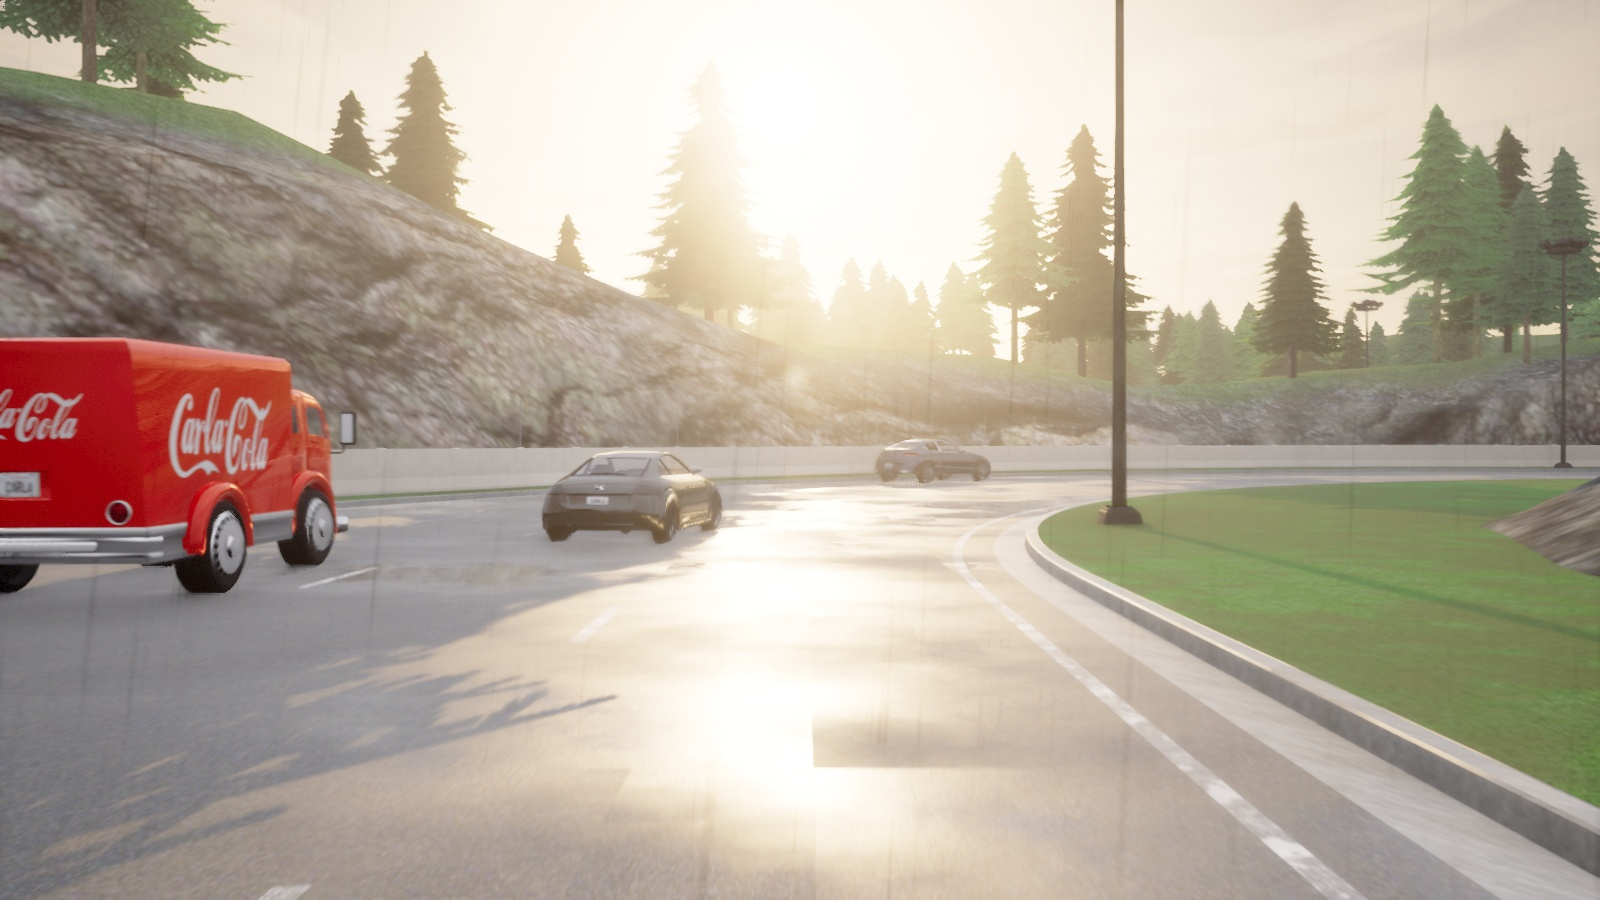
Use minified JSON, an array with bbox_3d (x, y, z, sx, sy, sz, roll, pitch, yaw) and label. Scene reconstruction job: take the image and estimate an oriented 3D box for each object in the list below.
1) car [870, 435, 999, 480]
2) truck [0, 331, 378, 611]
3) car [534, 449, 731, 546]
[{"bbox_3d":[5.190,0.258,48.034,5.027,1.651,2.152,0,0,-44],"label":"car"},{"bbox_3d":[-6.857,0.177,13.733,2.627,2.467,5.204,0,0,1],"label":"truck"},{"bbox_3d":[-2.583,0.693,20.433,1.994,1.385,4.181,0,0,10],"label":"car"}]
